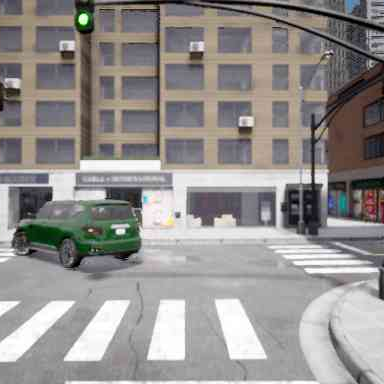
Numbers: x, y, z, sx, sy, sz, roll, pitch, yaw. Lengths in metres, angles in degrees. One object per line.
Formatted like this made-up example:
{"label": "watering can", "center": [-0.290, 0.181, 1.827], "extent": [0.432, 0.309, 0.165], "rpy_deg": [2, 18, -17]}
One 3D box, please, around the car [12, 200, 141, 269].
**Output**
{"label": "car", "center": [-4.142, 1.299, 11.651], "extent": [5.566, 2.045, 2.150], "rpy_deg": [-1, -2, 41]}
